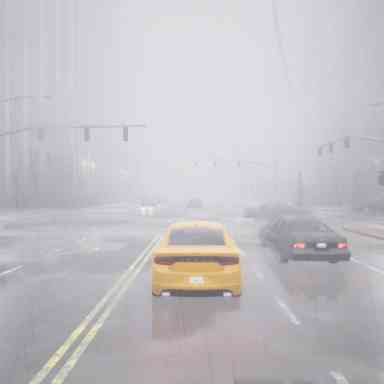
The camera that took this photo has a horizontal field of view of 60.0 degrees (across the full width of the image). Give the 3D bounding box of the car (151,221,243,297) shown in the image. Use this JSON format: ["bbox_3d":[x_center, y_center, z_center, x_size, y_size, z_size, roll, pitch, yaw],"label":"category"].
[{"bbox_3d":[0.126,1.476,8.614,1.882,1.535,5.008,0,0,1],"label":"car"}]

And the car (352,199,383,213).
[{"bbox_3d":[20.236,1.500,36.580,4.892,1.490,1.837,0,0,1],"label":"car"}]

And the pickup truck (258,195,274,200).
[{"bbox_3d":[17.292,1.048,76.543,2.390,2.098,6.274,0,0,31],"label":"pickup truck"}]

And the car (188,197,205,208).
[{"bbox_3d":[0.424,1.557,46.894,1.994,1.385,4.181,0,0,2],"label":"car"}]

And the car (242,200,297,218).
[{"bbox_3d":[6.639,1.544,26.133,5.357,1.411,2.033,0,0,1],"label":"car"}]

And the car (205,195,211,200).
[{"bbox_3d":[4.299,1.583,91.162,1.895,1.301,4.718,0,0,1],"label":"car"}]

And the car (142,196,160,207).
[{"bbox_3d":[-6.637,1.485,51.753,2.128,1.511,4.902,0,0,1],"label":"car"}]

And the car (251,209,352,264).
[{"bbox_3d":[3.675,1.546,11.852,2.033,1.411,5.357,0,0,1],"label":"car"}]

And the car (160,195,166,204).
[{"bbox_3d":[-6.531,1.469,61.230,1.882,1.535,5.008,0,0,1],"label":"car"}]
